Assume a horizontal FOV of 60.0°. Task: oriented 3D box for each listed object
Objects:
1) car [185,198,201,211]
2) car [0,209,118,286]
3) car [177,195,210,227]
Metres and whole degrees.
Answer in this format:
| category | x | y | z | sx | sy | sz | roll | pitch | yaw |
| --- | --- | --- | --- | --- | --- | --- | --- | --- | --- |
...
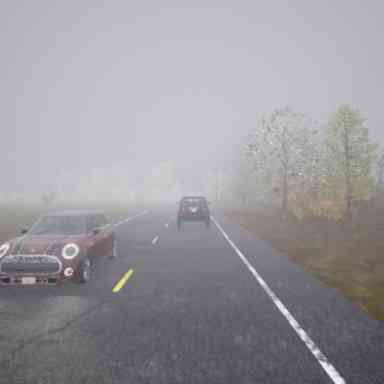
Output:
| category | x | y | z | sx | sy | sz | roll | pitch | yaw |
| --- | --- | --- | --- | --- | --- | --- | --- | --- | --- |
| car | 0.105 | 1.514 | 41.819 | 1.882 | 1.535 | 5.008 | 0 | 0 | 0 |
| car | -3.595 | 1.365 | 9.570 | 2.097 | 1.767 | 4.553 | 0 | 0 | 0 |
| car | 0.103 | 1.249 | 23.165 | 2.150 | 2.045 | 5.566 | 0 | 0 | 0 |
